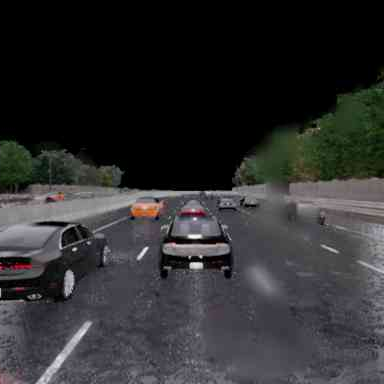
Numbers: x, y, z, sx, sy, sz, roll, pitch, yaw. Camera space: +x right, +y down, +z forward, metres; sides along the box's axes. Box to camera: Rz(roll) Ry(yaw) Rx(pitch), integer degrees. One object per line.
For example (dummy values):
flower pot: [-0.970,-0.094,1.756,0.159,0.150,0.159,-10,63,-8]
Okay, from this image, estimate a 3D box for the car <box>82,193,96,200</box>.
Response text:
car: [-21.004,0.822,67.863,1.994,1.385,4.181,0,1,0]

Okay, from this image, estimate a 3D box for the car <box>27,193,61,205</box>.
car: [-17.590,1.190,39.123,1.812,1.442,4.674,0,1,0]

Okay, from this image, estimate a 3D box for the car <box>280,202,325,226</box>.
car: [7.096,1.368,21.677,1.812,1.442,4.674,0,1,0]

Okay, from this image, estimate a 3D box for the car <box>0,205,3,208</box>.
car: [-14.099,1.337,21.276,2.128,1.511,4.902,0,1,0]

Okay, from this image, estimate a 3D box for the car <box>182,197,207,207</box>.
car: [0.099,1.351,27.711,1.994,1.385,4.181,0,1,0]

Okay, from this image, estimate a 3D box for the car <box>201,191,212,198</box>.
car: [3.496,0.758,70.817,1.812,1.442,4.674,0,1,0]

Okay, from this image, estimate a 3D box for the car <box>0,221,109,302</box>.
car: [-3.400,1.458,8.119,1.837,1.490,4.892,0,0,0]

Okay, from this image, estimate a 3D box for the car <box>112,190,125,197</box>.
car: [-14.017,0.829,63.593,1.837,1.490,4.892,0,1,0]

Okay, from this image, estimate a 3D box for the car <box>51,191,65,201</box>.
car: [-24.517,0.743,59.651,2.097,1.767,4.553,0,1,0]

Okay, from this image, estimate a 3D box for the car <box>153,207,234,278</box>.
car: [0.100,1.432,9.946,2.128,1.511,4.902,0,0,0]

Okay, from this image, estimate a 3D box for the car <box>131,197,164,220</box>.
car: [-3.402,1.154,26.090,2.097,1.767,4.553,0,1,0]

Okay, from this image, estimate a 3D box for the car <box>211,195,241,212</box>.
car: [3.499,1.260,34.861,2.033,1.411,5.357,0,1,0]

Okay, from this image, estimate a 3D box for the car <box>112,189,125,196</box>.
car: [-17.504,0.109,79.695,2.097,1.767,4.553,0,0,0]

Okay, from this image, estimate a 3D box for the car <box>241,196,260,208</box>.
car: [7.097,1.205,41.073,1.994,1.385,4.181,0,1,0]
